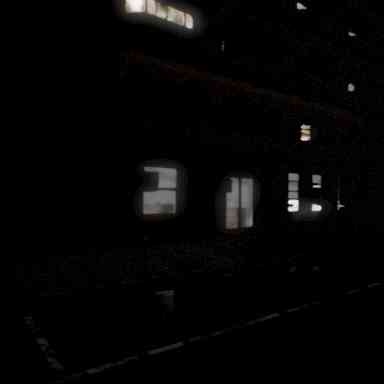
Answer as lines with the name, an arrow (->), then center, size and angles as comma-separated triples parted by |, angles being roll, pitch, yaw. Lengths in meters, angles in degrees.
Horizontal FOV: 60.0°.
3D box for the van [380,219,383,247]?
van -> 8.954, 1.502, 12.951 | 3.998, 1.788, 1.690 | 1, 0, -36
